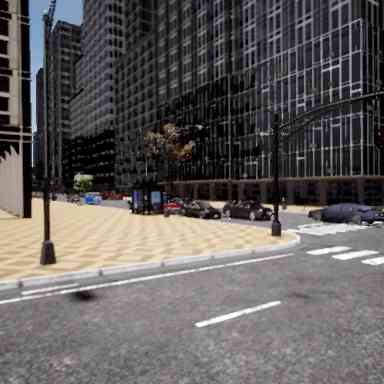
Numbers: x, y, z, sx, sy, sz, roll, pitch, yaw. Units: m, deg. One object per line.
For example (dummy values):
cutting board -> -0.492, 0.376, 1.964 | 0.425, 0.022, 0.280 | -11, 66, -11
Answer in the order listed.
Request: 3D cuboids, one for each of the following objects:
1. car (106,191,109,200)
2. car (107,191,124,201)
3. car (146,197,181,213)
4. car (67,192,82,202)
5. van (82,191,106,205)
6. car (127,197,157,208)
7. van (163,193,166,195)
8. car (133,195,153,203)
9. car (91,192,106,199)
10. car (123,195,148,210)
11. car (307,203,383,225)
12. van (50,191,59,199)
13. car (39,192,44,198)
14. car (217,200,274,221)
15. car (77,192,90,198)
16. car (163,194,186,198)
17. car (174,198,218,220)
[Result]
car -> -17.956, 0.721, 70.304 | 2.192, 1.841, 5.009 | 0, 1, -34
car -> -14.749, 1.041, 65.615 | 1.802, 1.307, 4.206 | 0, 1, -34
car -> -2.522, 1.459, 32.671 | 1.802, 1.307, 4.206 | 0, 1, -34
car -> -21.669, 1.113, 60.887 | 2.008, 1.369, 4.403 | 0, 1, -34
van -> -15.254, 1.010, 51.500 | 1.690, 1.788, 3.998 | 0, 1, -34
car -> -6.585, 1.344, 43.410 | 1.895, 1.301, 4.718 | -1, 1, -34
van -> -5.129, 0.959, 51.534 | 1.690, 1.788, 3.998 | 0, 1, -34
car -> -8.336, 1.148, 56.229 | 1.802, 1.307, 4.206 | 0, 1, -34
car -> -21.163, 0.793, 74.998 | 1.967, 1.590, 4.097 | 0, 1, -34
car -> -5.680, 1.391, 37.396 | 1.947, 1.339, 4.313 | 0, 1, -34
car -> 10.898, 1.486, 23.590 | 2.033, 1.411, 5.357 | -1, 1, -33
van -> -31.288, 0.743, 74.963 | 1.690, 1.788, 3.998 | 0, 1, -34
car -> -34.495, 0.788, 79.656 | 1.967, 1.590, 4.097 | 0, 1, -34
car -> 4.529, 1.425, 27.129 | 1.837, 1.490, 4.892 | -1, 1, -34
car -> -27.576, 0.796, 84.384 | 2.008, 1.369, 4.403 | 0, 1, -34
car -> -0.785, 1.341, 34.906 | 1.837, 1.490, 4.892 | -1, 1, -34
car -> 0.671, 1.494, 27.966 | 1.947, 1.339, 4.313 | 0, 1, -34
